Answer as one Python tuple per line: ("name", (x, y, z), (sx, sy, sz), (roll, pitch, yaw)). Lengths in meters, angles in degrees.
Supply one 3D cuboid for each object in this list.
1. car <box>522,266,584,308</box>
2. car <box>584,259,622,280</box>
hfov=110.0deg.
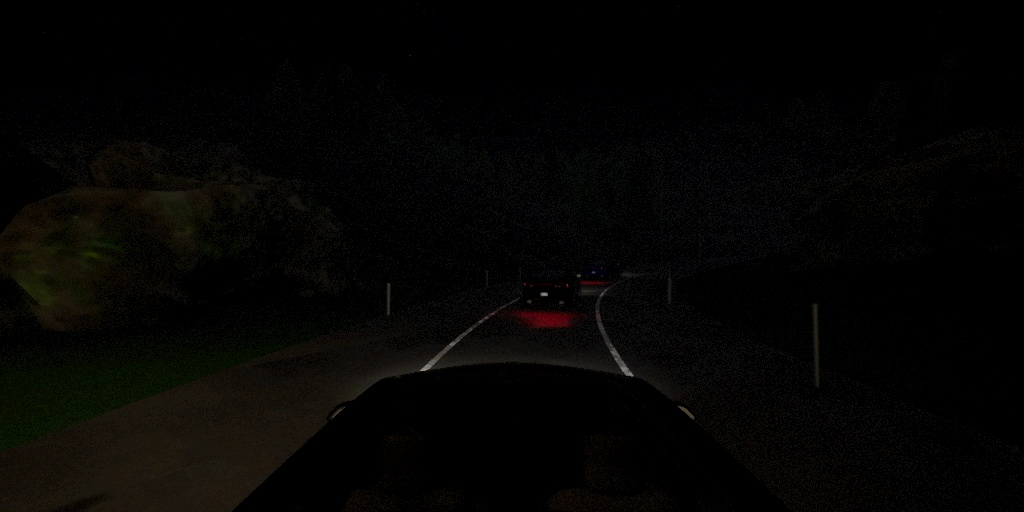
("car", (1.781, 1.169, 14.954), (1.882, 1.535, 5.008), (0, 1, 15))
("car", (7.001, 0.957, 27.481), (1.882, 1.535, 5.008), (0, 1, 30))
